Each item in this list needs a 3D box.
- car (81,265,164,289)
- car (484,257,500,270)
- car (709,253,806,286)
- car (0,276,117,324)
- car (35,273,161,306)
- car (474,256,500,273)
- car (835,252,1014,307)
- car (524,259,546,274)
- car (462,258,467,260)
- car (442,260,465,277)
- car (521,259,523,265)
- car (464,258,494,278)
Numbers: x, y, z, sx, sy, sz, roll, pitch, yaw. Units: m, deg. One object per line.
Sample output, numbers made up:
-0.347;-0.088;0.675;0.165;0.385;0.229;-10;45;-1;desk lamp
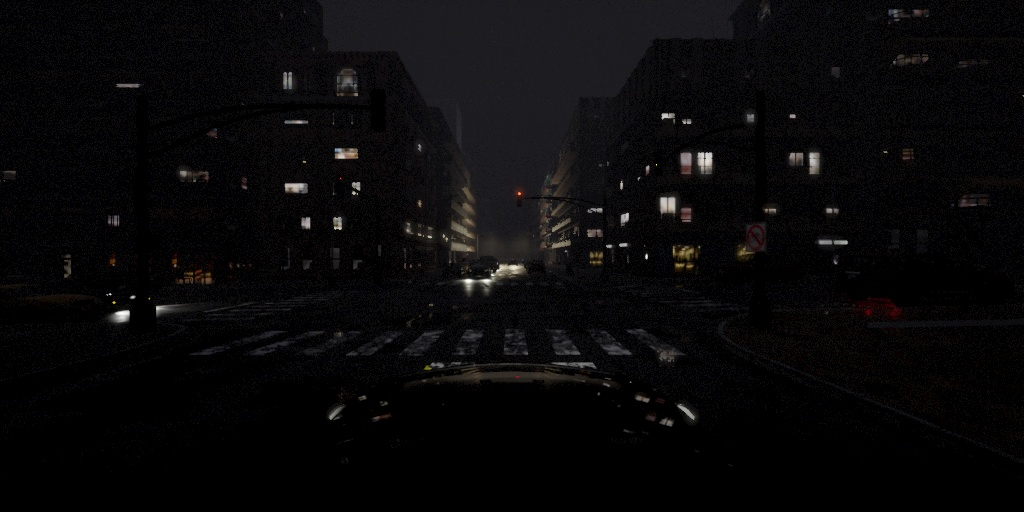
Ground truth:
-23.560;1.462;21.123;5.009;1.841;2.192;0;0;0;car
-2.979;1.116;54.416;2.097;1.767;4.553;0;0;0;car
14.615;0.759;21.412;5.009;1.841;2.192;0;0;0;car
-17.608;1.585;12.815;4.829;1.417;1.751;0;0;0;car
-18.295;1.628;15.400;4.181;1.385;1.994;-1;0;0;car
-3.014;0.981;44.083;2.150;2.045;5.566;0;0;0;car
14.733;0.775;13.032;5.009;1.841;2.192;0;0;0;car
2.769;1.198;40.785;1.967;1.591;4.097;0;0;0;car
-5.612;1.283;40.630;1.751;1.417;4.829;0;0;0;car
-5.623;1.322;35.117;1.948;1.339;4.313;0;0;0;car
2.803;1.348;57.832;1.802;1.307;4.207;0;0;0;car
-3.036;1.233;34.102;1.882;1.535;5.008;0;0;0;car
